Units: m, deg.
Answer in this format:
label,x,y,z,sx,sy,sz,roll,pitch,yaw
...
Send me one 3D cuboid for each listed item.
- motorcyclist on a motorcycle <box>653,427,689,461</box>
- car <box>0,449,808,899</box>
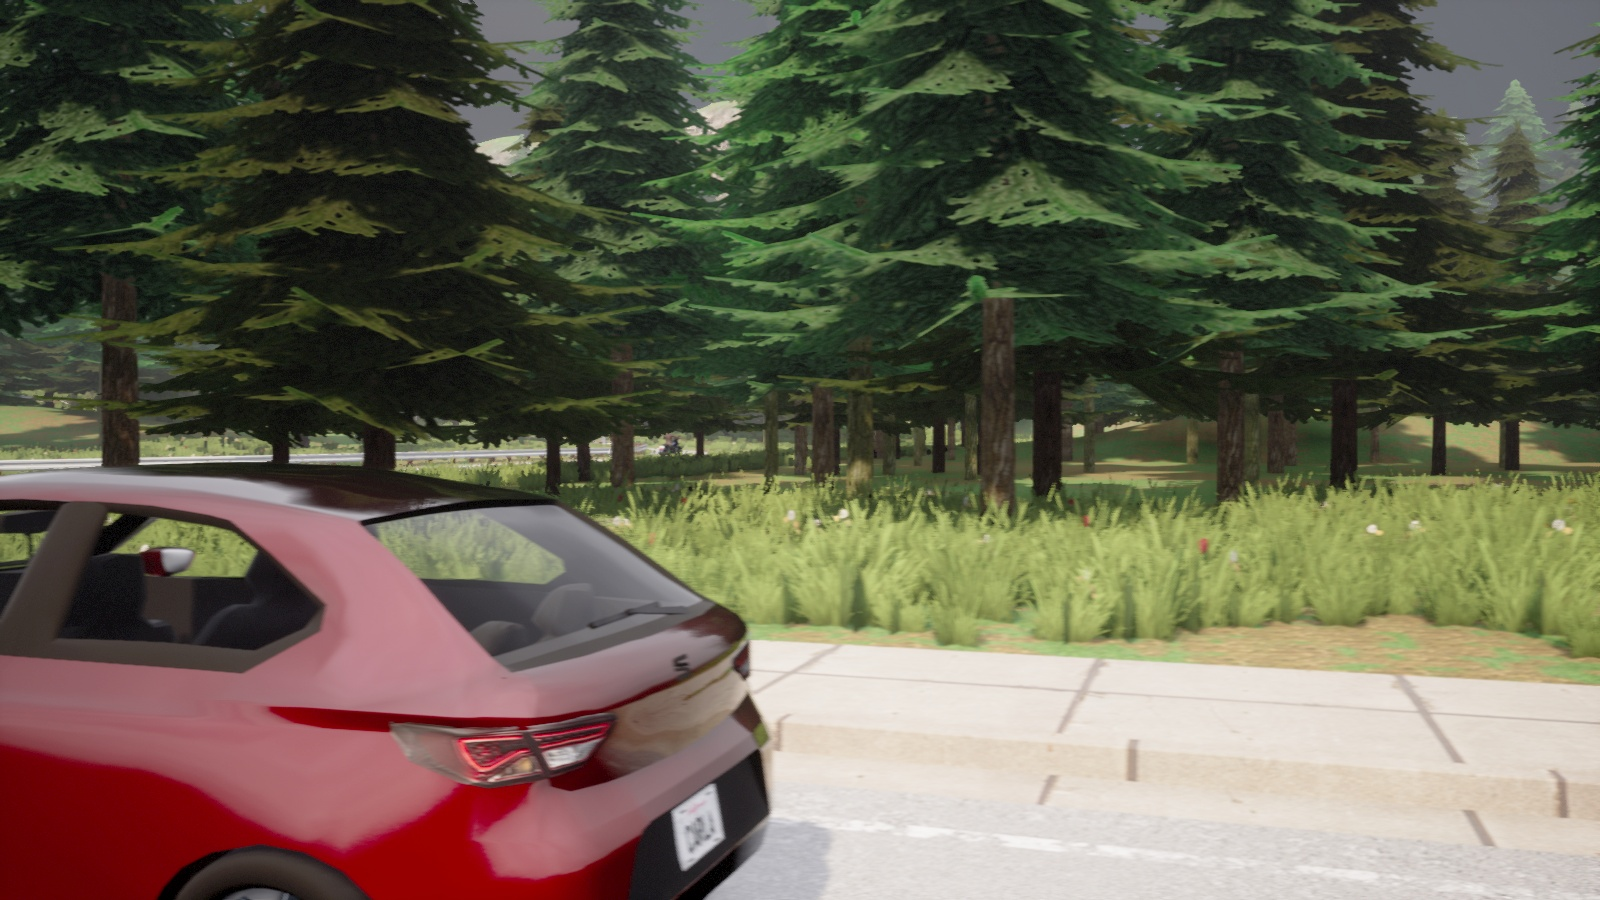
label,x,y,z,sx,sy,sz,roll,pitch,yaw
motorcyclist on a motorcycle,-6.285,-0.297,61.332,0.766,1.649,2.350,1,1,20
car,-2.254,0.762,3.952,4.193,1.474,1.816,1,1,19
